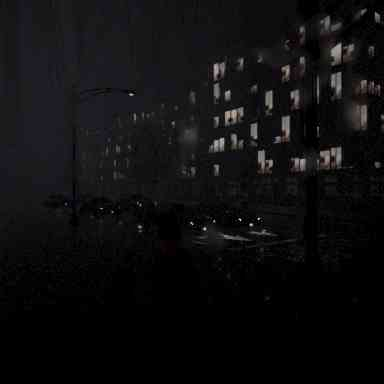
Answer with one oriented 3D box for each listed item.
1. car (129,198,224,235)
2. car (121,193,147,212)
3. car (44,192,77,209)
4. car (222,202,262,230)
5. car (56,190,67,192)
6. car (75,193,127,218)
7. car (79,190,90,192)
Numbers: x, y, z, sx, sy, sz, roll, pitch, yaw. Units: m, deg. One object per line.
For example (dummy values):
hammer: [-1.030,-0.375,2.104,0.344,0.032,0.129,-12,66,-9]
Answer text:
car: [-1.030,1.292,17.668,2.033,1.411,5.357,0,1,-38]
car: [-4.613,0.911,27.468,2.097,1.767,4.553,0,1,-38]
car: [-13.242,0.947,33.194,1.994,1.385,4.181,0,1,-38]
car: [1.576,1.289,19.667,2.033,1.411,5.357,0,1,-36]
car: [-25.406,0.300,64.824,1.812,1.442,4.674,0,1,-38]
car: [-7.043,1.092,25.294,1.812,1.442,4.674,0,1,-38]
car: [-18.076,0.485,55.471,2.128,1.511,4.902,0,1,-38]
